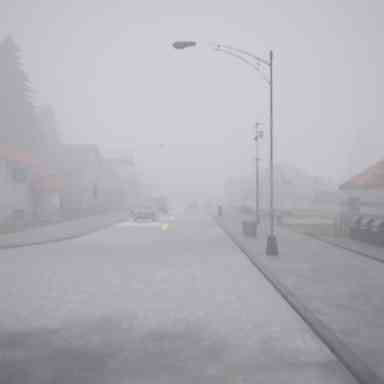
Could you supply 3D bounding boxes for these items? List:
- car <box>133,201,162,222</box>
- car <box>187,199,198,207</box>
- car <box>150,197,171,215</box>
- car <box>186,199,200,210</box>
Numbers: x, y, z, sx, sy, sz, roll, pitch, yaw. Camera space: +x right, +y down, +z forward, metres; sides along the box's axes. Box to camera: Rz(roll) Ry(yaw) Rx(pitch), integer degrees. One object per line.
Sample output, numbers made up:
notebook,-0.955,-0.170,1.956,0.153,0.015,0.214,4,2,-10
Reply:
car,-4.068,1.817,30.101,1.837,1.490,4.892,0,-1,0
car,0.062,2.156,64.794,2.128,1.511,4.902,0,-1,0
car,-4.056,1.636,40.152,2.150,2.045,5.566,0,-1,0
car,0.154,2.015,52.373,1.882,1.535,5.008,0,0,0
